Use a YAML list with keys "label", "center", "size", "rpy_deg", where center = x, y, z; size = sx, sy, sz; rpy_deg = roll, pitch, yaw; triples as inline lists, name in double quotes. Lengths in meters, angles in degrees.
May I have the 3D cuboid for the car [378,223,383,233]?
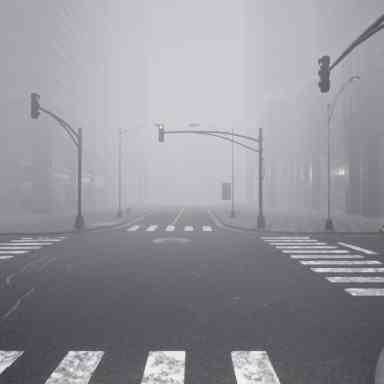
- label: "car"
  center: [11.755, 1.564, 16.220]
  size: [4.829, 1.417, 1.752]
  rpy_deg: [0, -1, 0]
